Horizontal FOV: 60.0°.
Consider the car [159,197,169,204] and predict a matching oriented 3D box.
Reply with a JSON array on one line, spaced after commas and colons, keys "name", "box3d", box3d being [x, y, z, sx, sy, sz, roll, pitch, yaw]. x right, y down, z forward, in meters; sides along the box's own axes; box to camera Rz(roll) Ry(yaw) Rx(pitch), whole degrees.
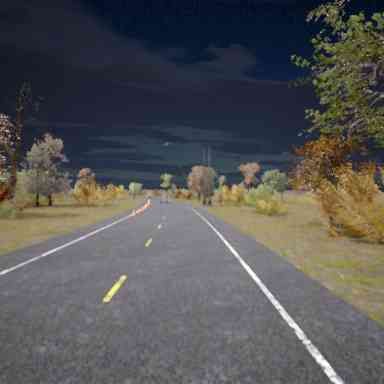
[{"name": "car", "box3d": [-5.950, 1.714, 70.924, 2.128, 1.511, 4.902, 0, 0, -7]}]

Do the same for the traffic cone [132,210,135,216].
[{"name": "traffic cone", "box3d": [-5.835, 2.059, 33.341, 0.340, 0.580, 0.340, 0, 0, -3]}]
